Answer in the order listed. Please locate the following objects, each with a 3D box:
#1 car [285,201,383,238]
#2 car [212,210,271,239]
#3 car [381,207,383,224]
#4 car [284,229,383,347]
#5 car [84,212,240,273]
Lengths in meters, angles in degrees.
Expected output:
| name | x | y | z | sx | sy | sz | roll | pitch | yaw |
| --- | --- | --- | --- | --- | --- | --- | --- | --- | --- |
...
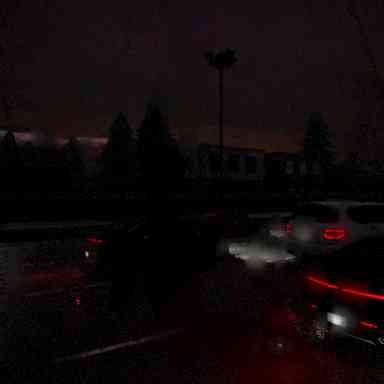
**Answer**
| name | x | y | z | sx | sy | sz | roll | pitch | yaw |
| --- | --- | --- | --- | --- | --- | --- | --- | --- | --- |
| car | 5.499 | 1.305 | 10.847 | 5.566 | 2.045 | 2.150 | 0 | -1 | -31 |
| car | 1.903 | 1.656 | 16.852 | 4.674 | 1.442 | 1.812 | 0 | -1 | -31 |
| car | 17.049 | 1.800 | 26.010 | 4.718 | 1.301 | 1.895 | 0 | -1 | -31 |
| car | 4.092 | 1.551 | 5.905 | 4.892 | 1.490 | 1.837 | 0 | -1 | -31 |
| car | -1.003 | 1.589 | 11.005 | 4.892 | 1.490 | 1.837 | 1 | -1 | -31 |
